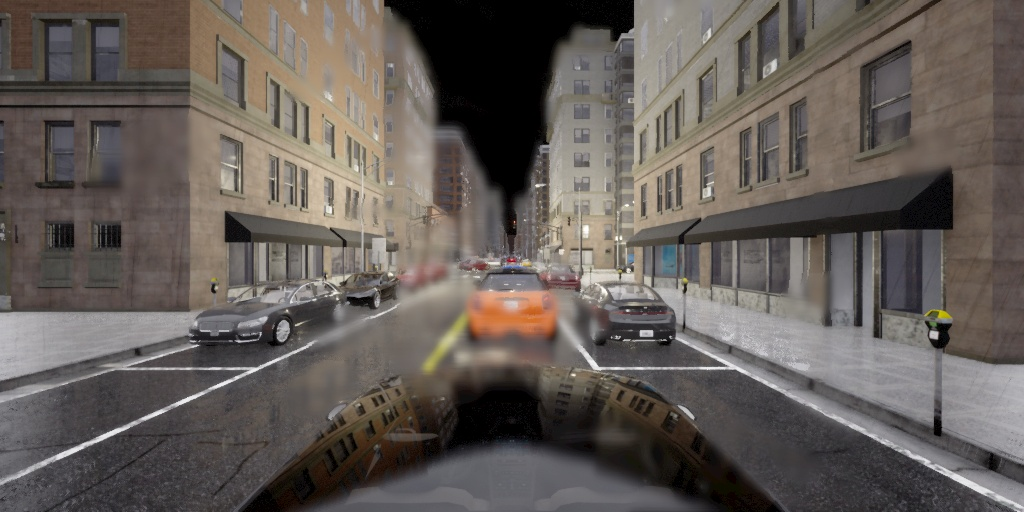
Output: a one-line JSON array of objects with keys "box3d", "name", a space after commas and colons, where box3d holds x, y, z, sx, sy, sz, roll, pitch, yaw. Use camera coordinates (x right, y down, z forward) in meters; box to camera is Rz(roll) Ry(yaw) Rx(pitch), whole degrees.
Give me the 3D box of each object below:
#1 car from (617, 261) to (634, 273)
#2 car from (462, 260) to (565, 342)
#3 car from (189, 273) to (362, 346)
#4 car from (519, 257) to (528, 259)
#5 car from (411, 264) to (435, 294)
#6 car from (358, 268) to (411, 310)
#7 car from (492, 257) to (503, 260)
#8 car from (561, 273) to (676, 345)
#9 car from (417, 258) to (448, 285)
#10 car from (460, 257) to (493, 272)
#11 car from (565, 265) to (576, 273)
[{"box3d": [14.536, 1.239, 40.974, 4.892, 1.490, 1.837, 0, 0, 1], "name": "car"}, {"box3d": [0.014, 1.102, 9.948, 2.097, 1.767, 4.553, 0, 0, 0], "name": "car"}, {"box3d": [-5.862, 1.300, 9.259, 2.007, 1.370, 4.403, 0, 0, 0], "name": "car"}, {"box3d": [2.622, 1.261, 64.171, 1.751, 1.417, 4.829, 0, 0, 0], "name": "car"}, {"box3d": [-5.870, 1.330, 20.308, 1.802, 1.307, 4.207, 0, 0, 0], "name": "car"}, {"box3d": [-5.866, 1.315, 14.784, 1.948, 1.339, 4.313, 0, 0, 0], "name": "car"}, {"box3d": [-3.108, 1.336, 64.804, 1.895, 1.301, 4.718, 0, 0, 0], "name": "car"}, {"box3d": [2.664, 1.300, 9.289, 2.007, 1.370, 4.403, 0, 0, 0], "name": "car"}, {"box3d": [-5.875, 1.062, 25.831, 2.192, 1.841, 5.009, 0, 0, 0], "name": "car"}, {"box3d": [-4.648, 1.218, 45.267, 1.882, 1.535, 5.008, 1, 0, 23], "name": "car"}, {"box3d": [2.656, 1.188, 20.340, 1.967, 1.591, 4.097, 0, 0, 0], "name": "car"}]
